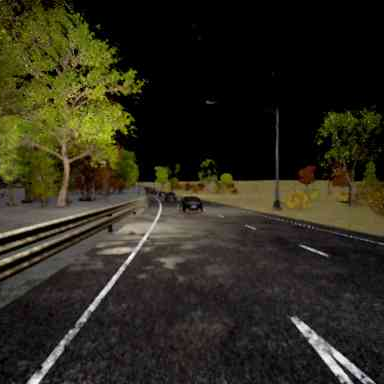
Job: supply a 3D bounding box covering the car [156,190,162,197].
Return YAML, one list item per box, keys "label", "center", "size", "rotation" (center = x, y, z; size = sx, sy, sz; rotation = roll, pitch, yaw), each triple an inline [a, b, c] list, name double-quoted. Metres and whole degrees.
- label: "car"
  center: [-7.061, 0.487, 79.247]
  size: [1.812, 1.442, 4.674]
  rotation: [0, 1, -8]

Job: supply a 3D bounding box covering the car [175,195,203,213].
- label: "car"
  center: [-0.194, 1.101, 31.612]
  size: [1.882, 1.535, 5.008]
  rotation: [0, 0, -8]

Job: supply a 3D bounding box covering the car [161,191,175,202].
- label: "car"
  center: [-3.620, 0.803, 55.361]
  size: [1.837, 1.490, 4.892]
  rotation: [0, 1, -8]
